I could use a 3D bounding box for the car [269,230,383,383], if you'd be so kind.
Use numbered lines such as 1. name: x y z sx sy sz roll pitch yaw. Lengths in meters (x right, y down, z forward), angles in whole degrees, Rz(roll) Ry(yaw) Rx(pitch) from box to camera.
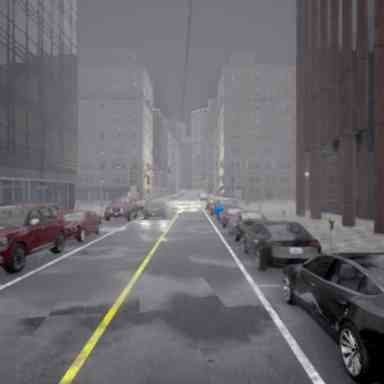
1. car: 2.757 1.578 5.252 1.947 1.339 4.313 0 0 0

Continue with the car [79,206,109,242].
1. car: -5.769 1.577 16.545 1.887 1.381 4.507 0 0 0

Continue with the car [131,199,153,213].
1. car: -5.771 1.602 39.121 1.887 1.381 4.507 0 0 0

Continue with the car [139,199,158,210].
1. car: -5.771 1.626 44.765 1.947 1.339 4.313 0 0 0

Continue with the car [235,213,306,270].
1. car: 2.757 1.589 10.896 1.947 1.339 4.313 0 0 0

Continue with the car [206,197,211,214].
1. car: 2.755 1.493 33.475 1.967 1.590 4.097 0 0 0

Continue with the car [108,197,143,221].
1. car: -5.771 1.363 27.833 2.192 1.841 5.009 0 0 0

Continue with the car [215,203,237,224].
1. car: 2.756 1.622 22.186 1.802 1.307 4.206 0 0 0

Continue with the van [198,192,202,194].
1. van: 3.073 1.345 87.524 1.690 1.788 3.998 0 0 0

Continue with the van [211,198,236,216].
1. van: 2.754 1.388 27.830 1.690 1.788 3.998 0 0 0

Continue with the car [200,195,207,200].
1. car: 3.120 1.536 93.076 1.887 1.381 4.507 0 0 0

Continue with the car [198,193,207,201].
1. car: 3.026 1.599 81.973 1.802 1.307 4.206 0 0 0

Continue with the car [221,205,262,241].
1. car: 2.756 1.583 16.541 2.008 1.369 4.403 0 0 0

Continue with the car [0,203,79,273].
1. car: -5.770 1.338 10.901 2.192 1.841 5.009 0 0 0

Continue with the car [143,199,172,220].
1. car: -3.101 1.554 29.124 1.837 1.490 4.892 0 0 0

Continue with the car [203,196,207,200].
1. car: 2.754 1.642 44.764 1.802 1.307 4.206 0 0 0
